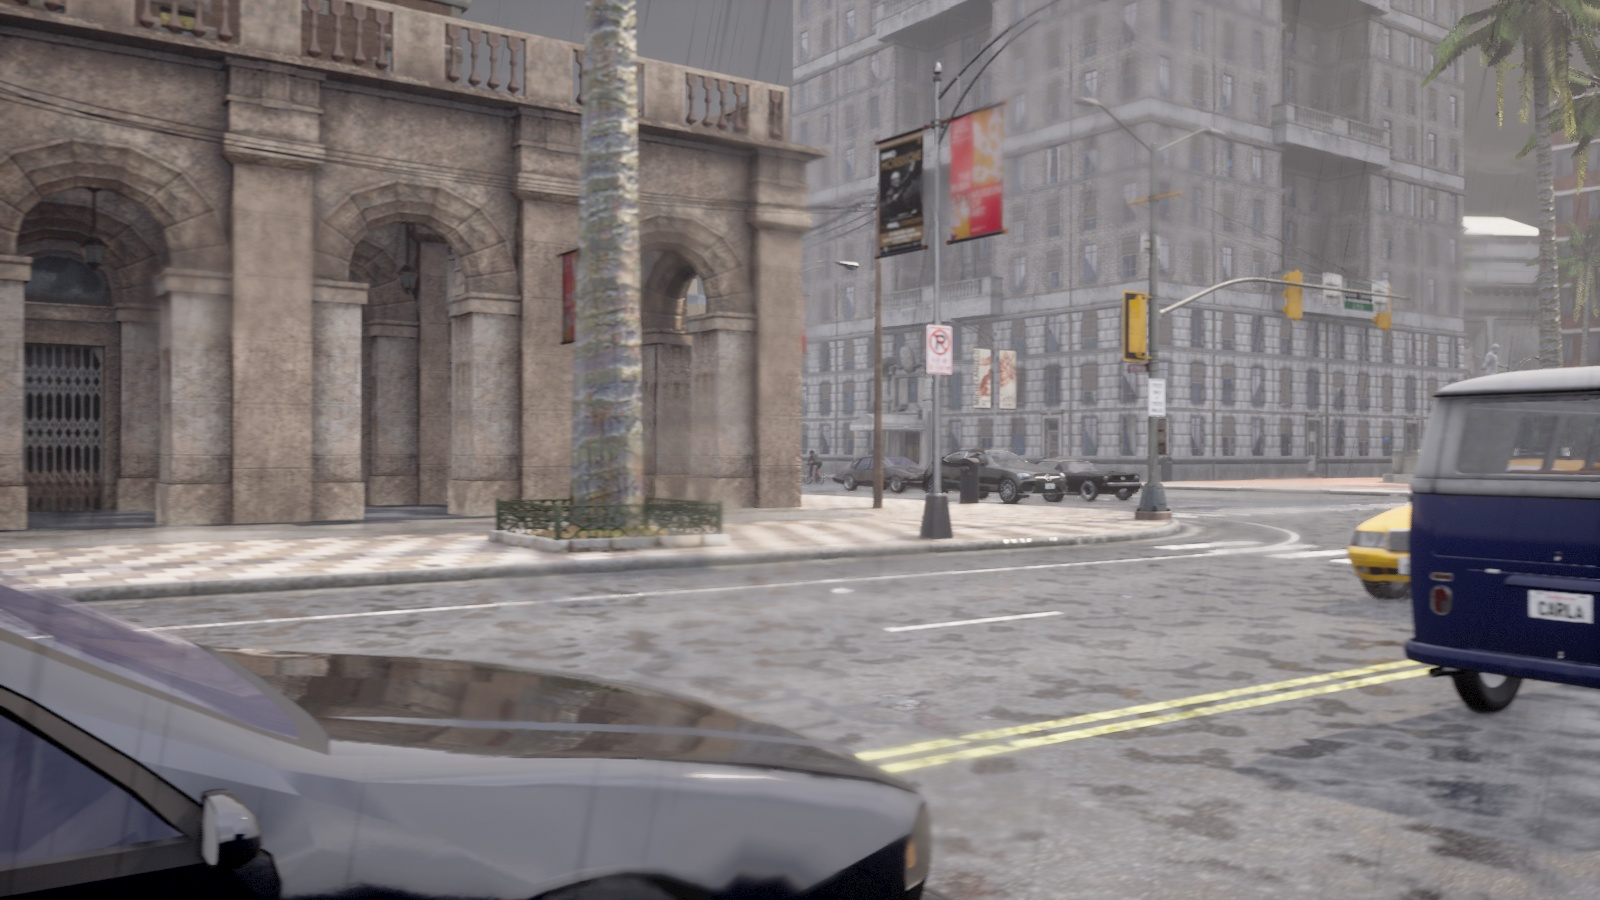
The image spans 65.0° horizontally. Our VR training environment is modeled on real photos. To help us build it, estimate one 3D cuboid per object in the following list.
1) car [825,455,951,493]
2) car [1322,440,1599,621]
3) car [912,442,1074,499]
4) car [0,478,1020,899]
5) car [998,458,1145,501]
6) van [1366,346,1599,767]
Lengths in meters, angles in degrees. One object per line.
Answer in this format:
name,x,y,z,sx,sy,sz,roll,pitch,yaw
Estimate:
car,3.373,0.906,49.380,2.033,1.411,5.357,0,0,-35
car,7.753,0.700,13.329,5.366,1.575,1.801,0,0,-40
car,5.983,0.608,39.522,2.152,1.651,5.027,0,0,-35
car,-2.300,0.802,2.058,5.357,1.411,2.033,0,0,-35
car,8.892,0.928,41.499,1.895,1.301,4.718,0,0,-35
van,5.440,0.504,7.440,4.442,1.987,1.775,0,0,-35
